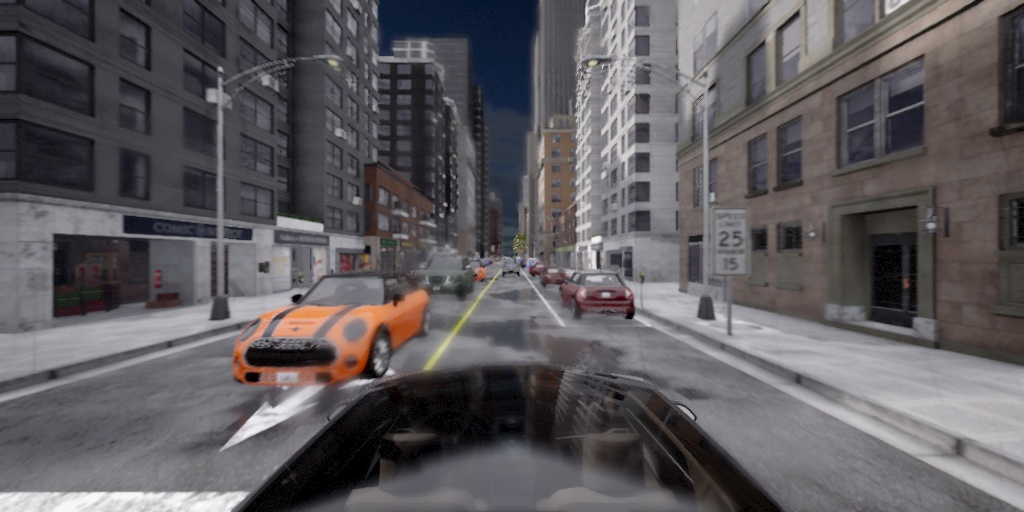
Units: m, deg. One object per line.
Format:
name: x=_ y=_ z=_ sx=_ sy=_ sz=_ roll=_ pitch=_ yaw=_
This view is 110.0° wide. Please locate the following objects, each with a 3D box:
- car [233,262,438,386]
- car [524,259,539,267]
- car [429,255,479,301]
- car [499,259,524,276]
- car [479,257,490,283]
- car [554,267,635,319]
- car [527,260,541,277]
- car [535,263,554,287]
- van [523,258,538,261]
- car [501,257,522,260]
car: x=-3.115 y=1.111 z=7.261 sx=2.097 sy=1.767 sz=4.553 roll=0 pitch=0 yaw=1
car: x=2.759 y=1.347 z=41.034 sx=1.888 sy=1.381 sz=4.507 roll=0 pitch=0 yaw=0
car: x=-3.117 y=0.990 z=17.700 sx=2.150 sy=2.045 sz=5.566 roll=0 pitch=0 yaw=0
car: x=-0.090 y=1.341 z=37.272 sx=2.033 sy=1.411 sz=5.357 roll=0 pitch=0 yaw=0
car: x=-3.140 y=1.132 z=28.331 sx=2.097 sy=1.767 sz=4.553 roll=0 pitch=0 yaw=0
car: x=2.836 y=1.199 z=12.765 sx=1.967 sy=1.591 sz=4.097 roll=0 pitch=0 yaw=0
car: x=2.774 y=1.367 z=35.380 sx=1.802 sy=1.307 sz=4.207 roll=0 pitch=0 yaw=0
car: x=2.805 y=1.351 z=24.075 sx=1.802 sy=1.307 sz=4.207 roll=0 pitch=0 yaw=0
van: x=2.743 y=1.164 z=46.689 sx=1.690 sy=1.789 sz=3.998 roll=0 pitch=0 yaw=0
car: x=-0.106 y=1.187 z=49.468 sx=2.097 sy=1.767 sz=4.553 roll=0 pitch=0 yaw=0
